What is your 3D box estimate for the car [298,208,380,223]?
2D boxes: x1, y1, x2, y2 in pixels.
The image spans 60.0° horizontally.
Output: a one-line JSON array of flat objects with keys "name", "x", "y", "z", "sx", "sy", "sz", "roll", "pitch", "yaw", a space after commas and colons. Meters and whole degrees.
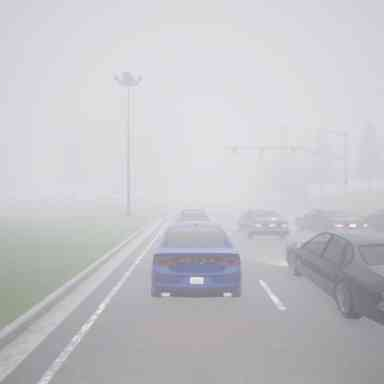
[{"name": "car", "x": 7.097, "y": 1.548, "z": 17.417, "sx": 2.033, "sy": 1.411, "sz": 5.357, "roll": 0, "pitch": 0, "yaw": -2}]

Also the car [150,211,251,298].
[{"name": "car", "x": 0.086, "y": 1.478, "z": 8.597, "sx": 1.882, "sy": 1.535, "sz": 5.008, "roll": 0, "pitch": 0, "yaw": 0}]

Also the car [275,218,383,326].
[{"name": "car", "x": 3.590, "y": 1.548, "z": 7.260, "sx": 2.033, "sy": 1.411, "sz": 5.357, "roll": 0, "pitch": 0, "yaw": 0}]

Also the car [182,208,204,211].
[{"name": "car", "x": 0.068, "y": 1.564, "z": 17.764, "sx": 1.994, "sy": 1.385, "sz": 4.181, "roll": 0, "pitch": 0, "yaw": 0}]

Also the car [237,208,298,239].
[{"name": "car", "x": 3.566, "y": 1.548, "z": 17.412, "sx": 2.033, "sy": 1.411, "sz": 5.357, "roll": 0, "pitch": 0, "yaw": 0}]

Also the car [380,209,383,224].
[{"name": "car", "x": 10.541, "y": 1.548, "z": 17.275, "sx": 2.033, "sy": 1.411, "sz": 5.357, "roll": 0, "pitch": 0, "yaw": 2}]
